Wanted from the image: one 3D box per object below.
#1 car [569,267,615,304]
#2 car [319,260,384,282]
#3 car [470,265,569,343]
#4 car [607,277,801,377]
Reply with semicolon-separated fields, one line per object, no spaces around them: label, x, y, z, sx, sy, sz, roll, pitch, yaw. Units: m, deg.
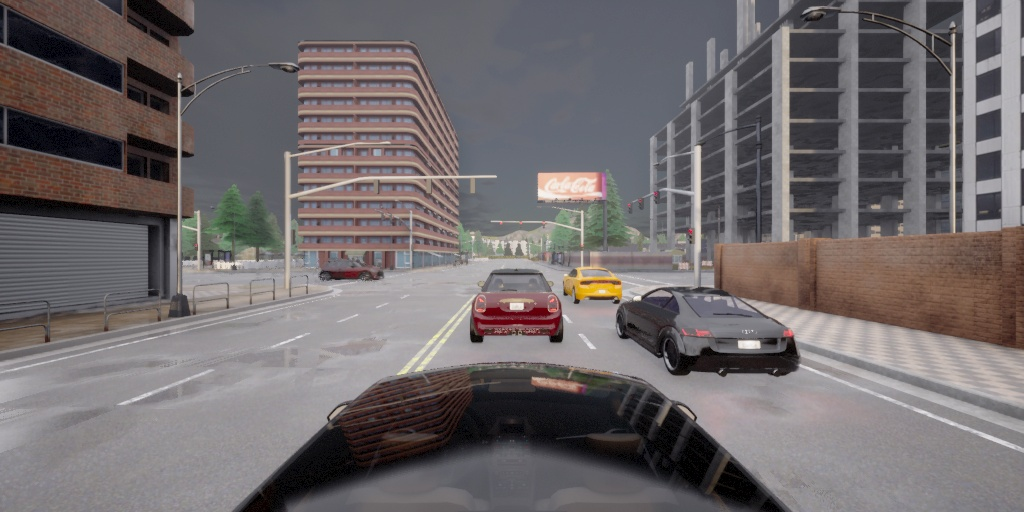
car;3.504;1.228;16.383;1.882;1.535;5.008;0;0;0
car;-12.496;1.101;28.122;4.553;1.767;2.097;0;0;0
car;0.103;1.102;9.855;2.097;1.767;4.553;0;0;0
car;3.600;1.314;7.450;1.994;1.385;4.181;0;0;0
